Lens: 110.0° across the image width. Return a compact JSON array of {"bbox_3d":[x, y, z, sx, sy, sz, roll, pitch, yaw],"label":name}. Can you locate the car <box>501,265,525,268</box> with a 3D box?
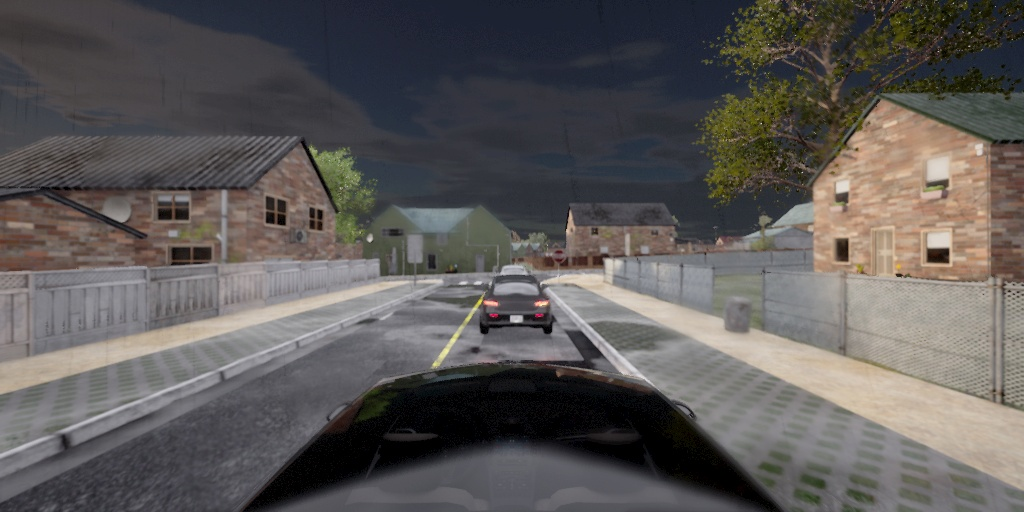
[{"bbox_3d":[0.066,1.205,19.541,1.812,1.442,4.674,0,0,-1],"label":"car"}]

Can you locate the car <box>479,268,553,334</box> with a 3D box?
[{"bbox_3d":[0.100,1.241,10.370,1.812,1.442,4.674,0,0,0],"label":"car"}]
